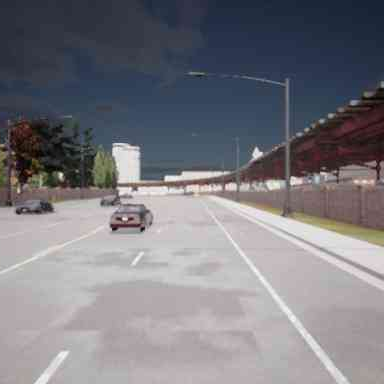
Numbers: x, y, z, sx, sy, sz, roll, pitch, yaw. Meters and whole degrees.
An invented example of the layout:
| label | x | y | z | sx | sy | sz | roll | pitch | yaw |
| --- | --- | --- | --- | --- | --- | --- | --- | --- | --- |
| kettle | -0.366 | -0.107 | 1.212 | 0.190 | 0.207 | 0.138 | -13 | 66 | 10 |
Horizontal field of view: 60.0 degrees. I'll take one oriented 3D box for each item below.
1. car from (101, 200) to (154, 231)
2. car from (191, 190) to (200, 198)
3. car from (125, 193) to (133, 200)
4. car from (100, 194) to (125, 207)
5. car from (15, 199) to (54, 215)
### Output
| label | x | y | z | sx | sy | sz | roll | pitch | yaw |
| --- | --- | --- | --- | --- | --- | --- | --- | --- | --- |
| car | -3.402 | 1.392 | 19.372 | 2.033 | 1.411 | 5.357 | 0 | 0 | 0 |
| car | 1.209 | 0.752 | 87.647 | 1.801 | 1.575 | 5.366 | 0 | 0 | 0 |
| car | -14.013 | 0.921 | 72.154 | 1.994 | 1.385 | 4.181 | 0 | 0 | 0 |
| car | -10.587 | 1.129 | 43.496 | 1.882 | 1.535 | 5.008 | 0 | 0 | 0 |
| car | -14.098 | 1.324 | 29.988 | 1.994 | 1.385 | 4.181 | 0 | 0 | 0 |
